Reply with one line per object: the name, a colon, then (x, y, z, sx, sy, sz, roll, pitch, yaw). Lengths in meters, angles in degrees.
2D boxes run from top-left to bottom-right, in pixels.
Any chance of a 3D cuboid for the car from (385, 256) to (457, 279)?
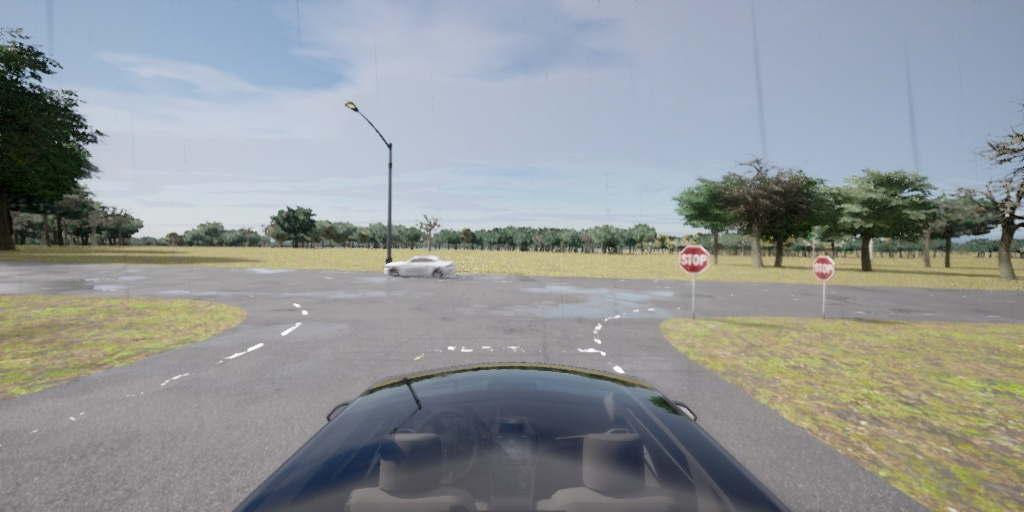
car: (-6.056, 0.700, 23.957, 4.674, 1.442, 1.812, 1, 2, 0)
